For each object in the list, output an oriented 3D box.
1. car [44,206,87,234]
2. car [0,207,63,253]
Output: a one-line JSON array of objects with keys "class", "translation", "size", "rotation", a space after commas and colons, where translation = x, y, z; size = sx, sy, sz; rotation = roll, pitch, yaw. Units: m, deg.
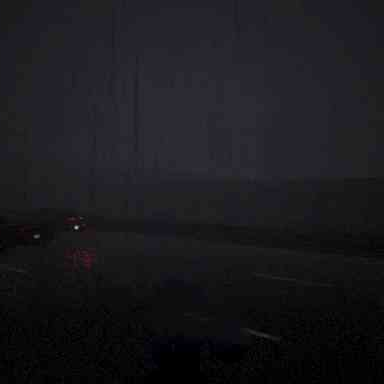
[{"class": "car", "translation": [-7.772, 1.523, 18.126], "size": [4.892, 1.490, 1.837], "rotation": [0, 0, 36]}, {"class": "car", "translation": [-7.790, 1.493, 13.833], "size": [5.008, 1.535, 1.882], "rotation": [0, 0, 36]}]
